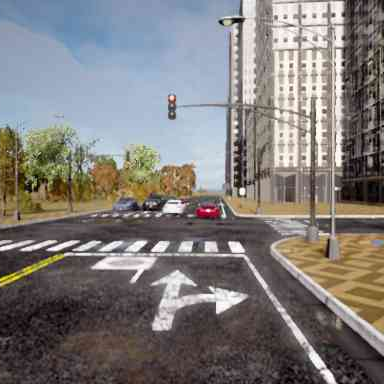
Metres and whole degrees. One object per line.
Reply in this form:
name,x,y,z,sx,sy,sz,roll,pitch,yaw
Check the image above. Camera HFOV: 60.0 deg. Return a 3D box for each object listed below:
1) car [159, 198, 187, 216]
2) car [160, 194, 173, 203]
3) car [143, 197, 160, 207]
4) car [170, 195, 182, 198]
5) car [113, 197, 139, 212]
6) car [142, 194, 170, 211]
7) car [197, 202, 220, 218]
car,-1.628,1.525,31.926,1.812,1.442,4.674,0,-1,4
car,-5.244,1.396,69.913,2.097,1.767,4.553,0,0,5
car,-6.547,1.590,54.607,1.994,1.385,4.181,0,0,5
car,-3.349,1.379,53.826,2.097,1.767,4.553,0,0,5
car,-7.765,1.368,39.364,2.097,1.767,4.553,0,0,5
car,-4.436,1.234,40.247,2.150,2.045,5.566,0,1,5
car,1.503,1.553,30.017,1.994,1.385,4.181,1,0,4
